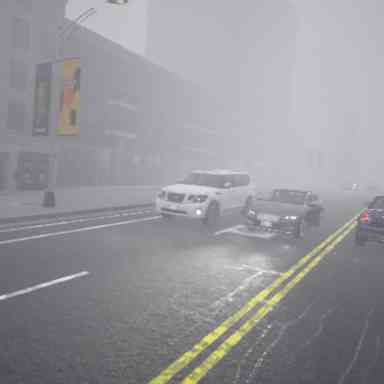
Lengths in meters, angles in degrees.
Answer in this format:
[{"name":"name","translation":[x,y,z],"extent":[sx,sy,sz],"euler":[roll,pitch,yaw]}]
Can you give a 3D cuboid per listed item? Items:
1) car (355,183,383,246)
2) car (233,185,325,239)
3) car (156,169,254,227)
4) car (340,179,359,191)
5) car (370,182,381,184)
[{"name":"car","translation":[6.902,0.808,11.146],"extent":[2.097,1.767,4.553],"euler":[6,6,32]},{"name":"car","translation":[3.675,0.649,12.496],"extent":[2.128,1.511,4.902],"euler":[6,6,32]},{"name":"car","translation":[0.864,0.083,14.078],"extent":[2.150,2.045,5.566],"euler":[6,6,33]},{"name":"car","translation":[23.622,-1.123,49.793],"extent":[2.097,1.767,4.553],"euler":[6,5,33]},{"name":"car","translation":[26.339,-0.695,48.054],"extent":[1.882,1.535,5.008],"euler":[6,5,33]}]
